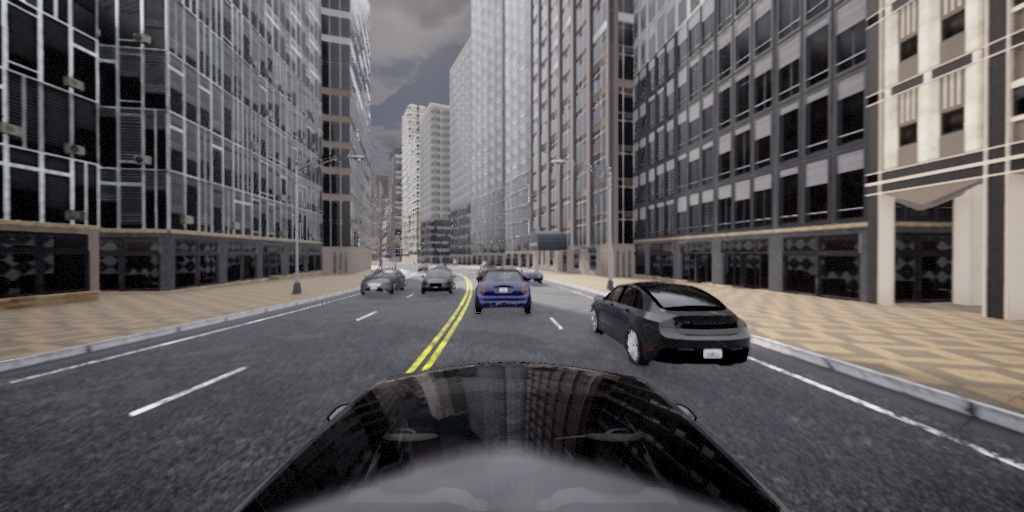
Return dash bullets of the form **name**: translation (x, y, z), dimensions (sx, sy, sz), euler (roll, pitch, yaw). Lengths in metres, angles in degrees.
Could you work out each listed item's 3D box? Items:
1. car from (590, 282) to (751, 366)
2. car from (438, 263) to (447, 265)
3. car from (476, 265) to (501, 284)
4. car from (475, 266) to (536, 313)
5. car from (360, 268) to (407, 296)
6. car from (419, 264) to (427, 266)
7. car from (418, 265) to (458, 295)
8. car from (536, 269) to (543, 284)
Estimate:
- **car**: translation (3.144, 1.330, 8.172), dimensions (1.837, 1.490, 4.892), euler (0, 0, -2)
- **car**: translation (-12.223, 2.013, 63.126), dimensions (1.837, 1.490, 4.892), euler (0, -1, -15)
- **car**: translation (-2.176, 1.623, 32.203), dimensions (1.837, 1.490, 4.892), euler (0, -1, -8)
- **car**: translation (-0.429, 1.266, 14.990), dimensions (2.097, 1.767, 4.553), euler (0, -1, -3)
- **car**: translation (-7.684, 1.507, 21.781), dimensions (2.128, 1.511, 4.902), euler (0, -1, -6)
- **car**: translation (-15.293, 2.067, 62.102), dimensions (2.033, 1.411, 5.357), euler (0, -1, -15)
- **car**: translation (-4.465, 1.516, 22.288), dimensions (1.837, 1.490, 4.892), euler (0, -1, -6)
- **car**: translation (1.311, 1.690, 30.805), dimensions (1.895, 1.301, 4.718), euler (0, -1, -7)
